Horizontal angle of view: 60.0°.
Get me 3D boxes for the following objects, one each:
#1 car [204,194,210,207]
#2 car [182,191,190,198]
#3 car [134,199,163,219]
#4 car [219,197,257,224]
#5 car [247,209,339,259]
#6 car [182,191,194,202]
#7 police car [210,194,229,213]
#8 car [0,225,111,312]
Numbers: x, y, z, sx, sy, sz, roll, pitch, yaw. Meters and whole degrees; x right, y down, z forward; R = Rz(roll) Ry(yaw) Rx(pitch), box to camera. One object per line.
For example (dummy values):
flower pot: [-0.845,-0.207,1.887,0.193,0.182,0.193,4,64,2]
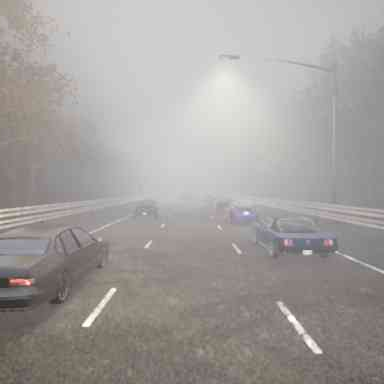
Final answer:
car: [3.091,1.266,45.304,2.033,1.411,5.357,0,0,-1]
car: [-1.589,0.639,89.987,2.150,2.045,5.566,0,0,-2]
car: [-3.555,1.339,27.112,1.837,1.490,4.892,0,0,-1]
car: [3.389,1.361,23.261,2.163,1.488,4.792,0,0,-1]
car: [3.468,1.526,12.224,1.895,1.301,4.718,0,0,0]
car: [-0.829,0.816,65.178,2.150,2.045,5.566,0,0,-2]
police car: [3.263,1.213,34.377,1.930,1.638,5.238,0,0,-1]
car: [-3.417,1.499,7.898,2.033,1.411,5.357,0,0,0]
